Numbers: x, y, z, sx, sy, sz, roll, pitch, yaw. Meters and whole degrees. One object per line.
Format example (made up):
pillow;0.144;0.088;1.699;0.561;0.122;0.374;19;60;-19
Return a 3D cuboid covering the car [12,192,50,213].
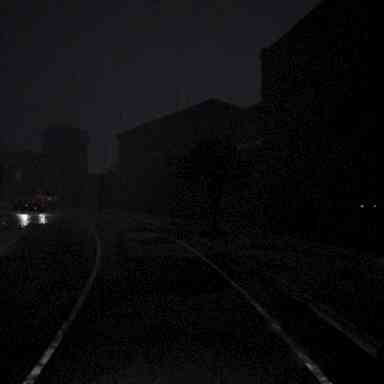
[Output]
car;-15.039;1.065;30.587;1.812;1.442;4.674;3;0;-41

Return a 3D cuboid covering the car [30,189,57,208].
car;-17.801;0.709;38.737;5.566;2.045;2.150;2;-1;42
